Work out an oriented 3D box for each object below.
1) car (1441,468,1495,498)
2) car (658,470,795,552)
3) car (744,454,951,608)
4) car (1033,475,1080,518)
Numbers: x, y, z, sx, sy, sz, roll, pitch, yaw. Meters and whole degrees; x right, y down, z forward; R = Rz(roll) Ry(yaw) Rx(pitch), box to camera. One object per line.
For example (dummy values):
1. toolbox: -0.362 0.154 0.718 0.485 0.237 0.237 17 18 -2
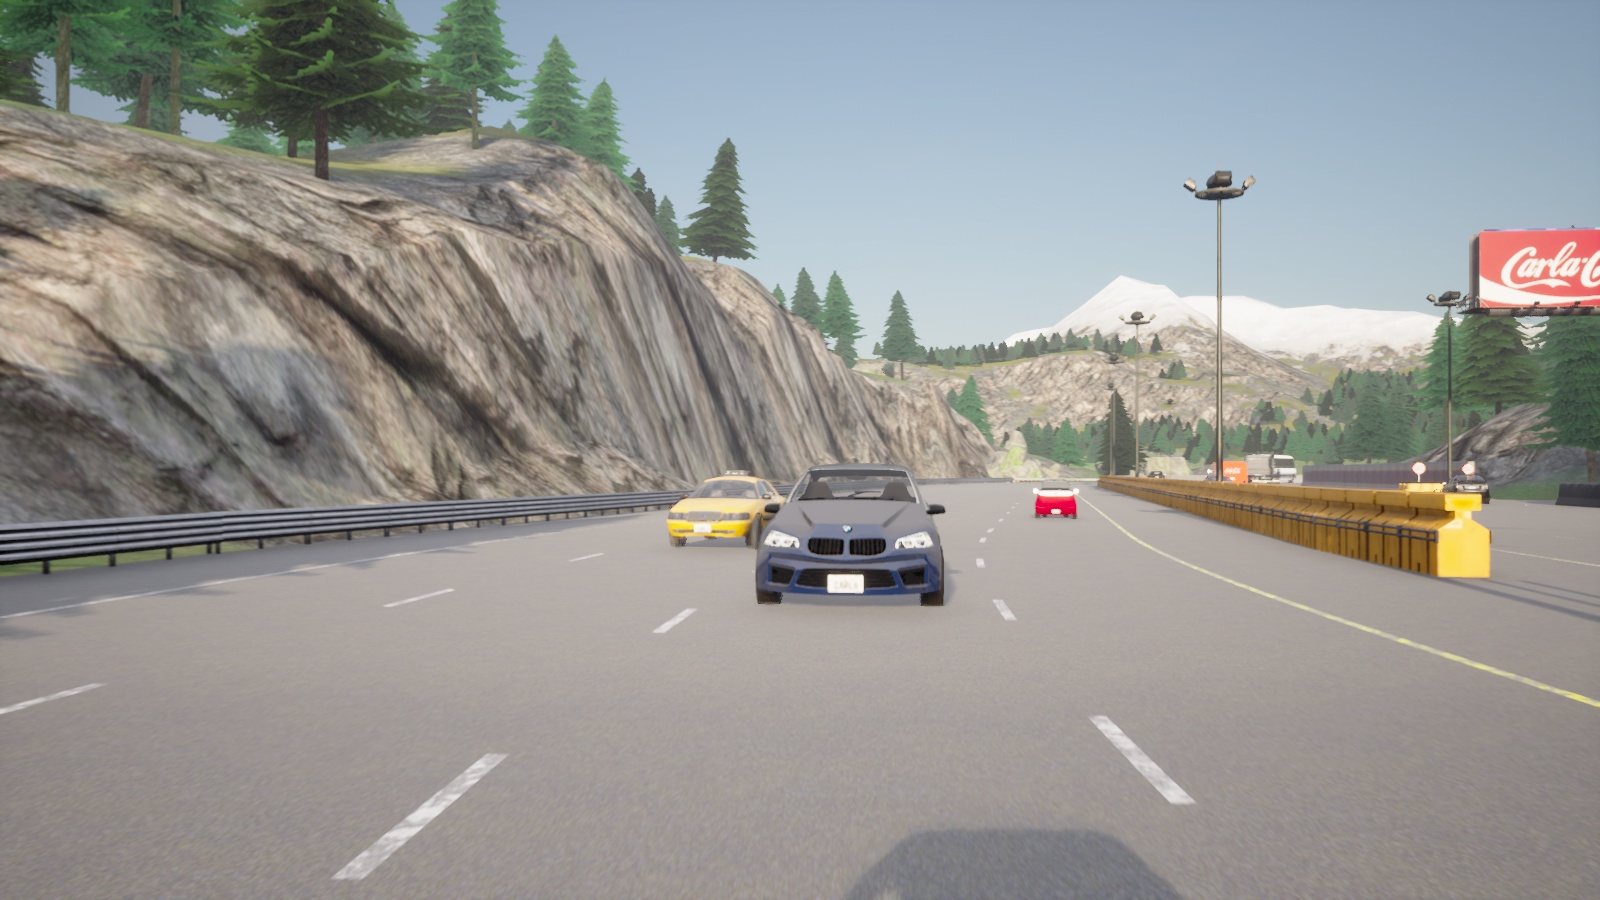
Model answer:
1. car: 35.229 1.744 66.345 2.007 1.525 4.514 -1 -1 22
2. car: -1.429 1.207 26.807 1.801 1.575 5.366 0 -1 9
3. car: 0.730 0.924 15.981 2.242 1.667 4.611 0 -1 6
4. car: 8.573 1.541 41.960 1.481 1.376 2.207 0 -1 11
